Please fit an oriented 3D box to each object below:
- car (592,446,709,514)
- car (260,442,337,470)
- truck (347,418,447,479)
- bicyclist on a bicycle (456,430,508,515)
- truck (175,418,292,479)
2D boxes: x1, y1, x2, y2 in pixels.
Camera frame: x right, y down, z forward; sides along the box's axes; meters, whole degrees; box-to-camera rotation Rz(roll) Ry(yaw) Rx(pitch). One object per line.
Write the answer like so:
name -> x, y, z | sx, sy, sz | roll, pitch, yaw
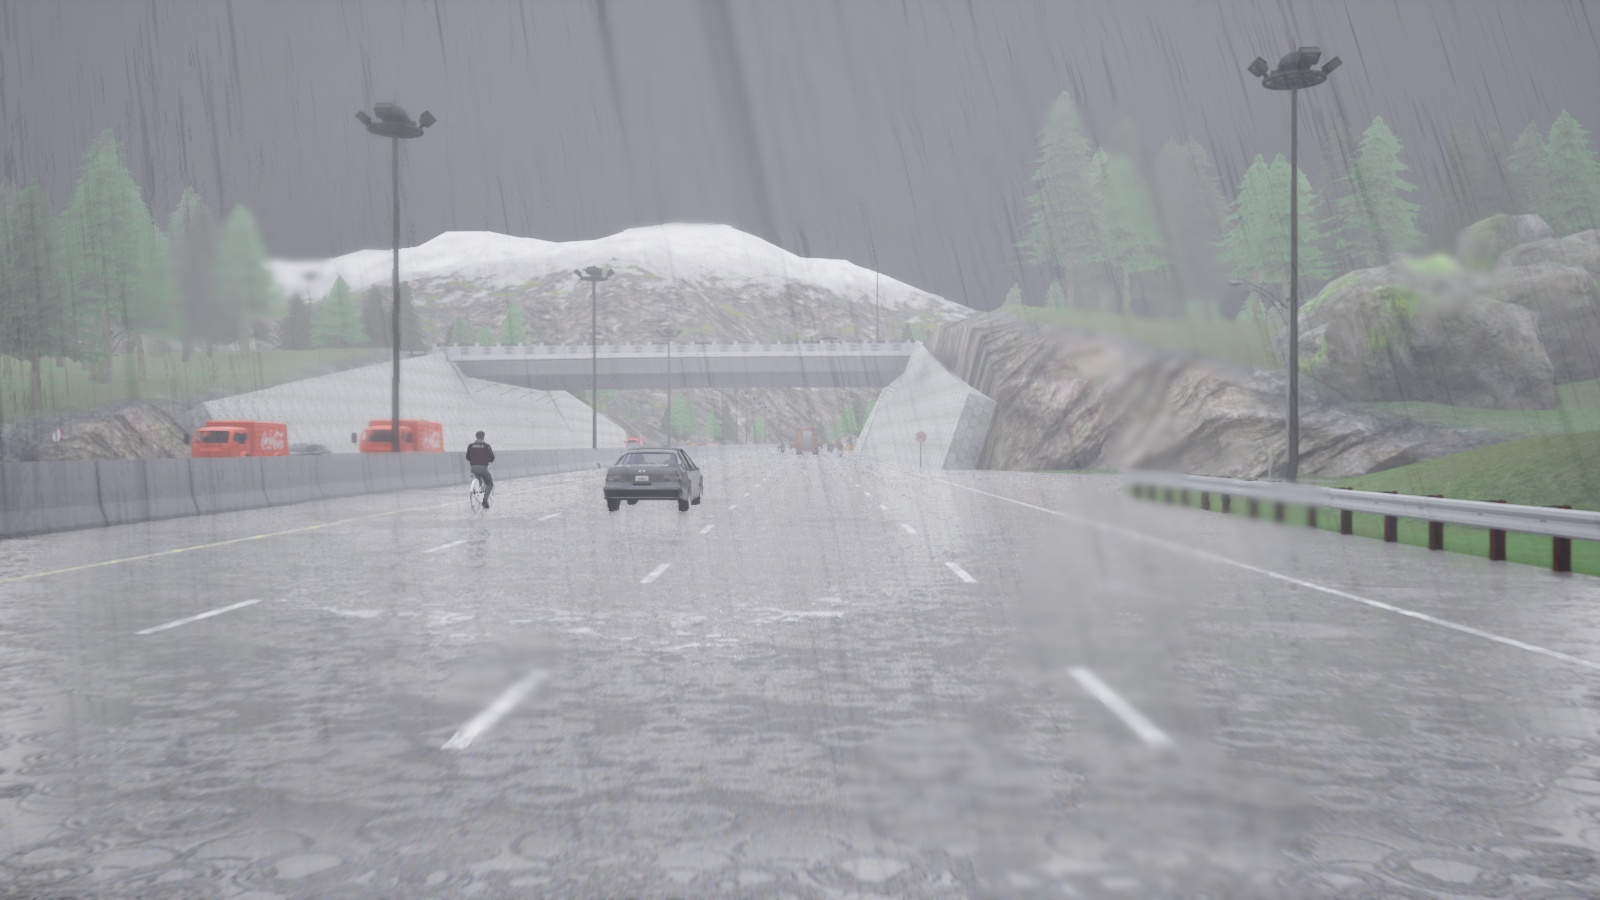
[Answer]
car -> -3.320, 0.628, 29.007 | 2.033, 1.411, 5.357 | 0, 0, 0
car -> -28.346, 0.327, 71.144 | 1.837, 1.490, 4.892 | 0, 0, 9
truck -> -17.178, -0.053, 53.856 | 2.627, 2.467, 5.204 | 0, 0, 0
bicyclist on a bicycle -> -6.831, 0.459, 27.047 | 0.659, 1.776, 1.843 | 0, 1, 0
truck -> -24.178, -0.058, 53.883 | 2.627, 2.467, 5.204 | 0, 0, 0
